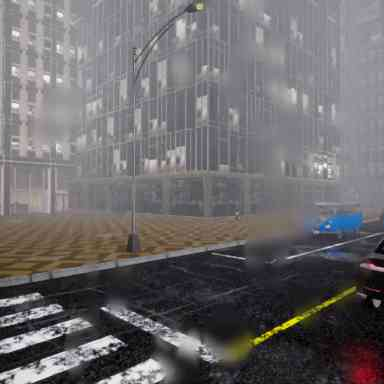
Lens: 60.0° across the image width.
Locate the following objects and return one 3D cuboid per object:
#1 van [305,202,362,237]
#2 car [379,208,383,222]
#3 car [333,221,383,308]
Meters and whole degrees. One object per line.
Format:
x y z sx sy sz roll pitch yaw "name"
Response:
7.433 1.395 17.324 3.998 1.788 1.690 0 0 -44 "van"
15.669 1.610 25.173 4.507 1.381 1.887 0 0 -44 "car"
5.073 1.503 6.937 4.902 1.511 2.128 0 0 -44 "car"
